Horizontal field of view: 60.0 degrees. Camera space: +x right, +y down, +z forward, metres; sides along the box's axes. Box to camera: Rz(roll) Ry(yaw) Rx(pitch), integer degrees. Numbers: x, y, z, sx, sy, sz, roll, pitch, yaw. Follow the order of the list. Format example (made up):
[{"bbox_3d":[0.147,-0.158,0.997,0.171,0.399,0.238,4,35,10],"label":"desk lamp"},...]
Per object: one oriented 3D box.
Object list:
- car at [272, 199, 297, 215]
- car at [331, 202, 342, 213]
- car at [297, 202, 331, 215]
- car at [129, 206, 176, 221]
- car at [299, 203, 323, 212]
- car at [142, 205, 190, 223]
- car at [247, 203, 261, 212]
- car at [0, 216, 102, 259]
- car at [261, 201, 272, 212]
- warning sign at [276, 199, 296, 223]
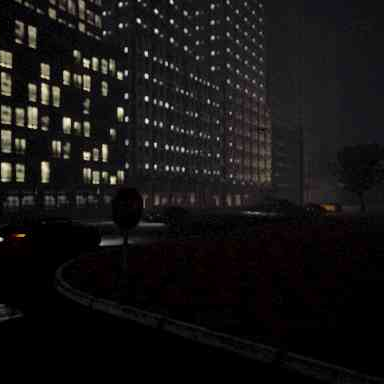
[{"bbox_3d":[13.011,2.052,44.544,2.097,1.767,4.553,-1,-1,37],"label":"car"},{"bbox_3d":[21.571,2.314,50.849,1.882,1.535,5.008,-1,-1,36],"label":"car"},{"bbox_3d":[15.762,2.223,42.801,2.033,1.411,5.357,-1,-1,37],"label":"car"},{"bbox_3d":[-3.762,2.045,32.821,1.895,1.301,4.718,-1,-1,36],"label":"car"},{"bbox_3d":[18.944,2.412,52.761,2.033,1.411,5.357,-1,-1,36],"label":"car"},{"bbox_3d":[-2.048,1.916,29.632,1.812,1.442,4.674,-1,-1,36],"label":"car"},{"bbox_3d":[10.560,2.383,52.300,2.033,1.411,5.357,-1,-1,36],"label":"car"},{"bbox_3d":[-5.540,1.635,13.073,1.994,1.385,4.181,-1,-2,28],"label":"car"},{"bbox_3d":[13.006,2.025,50.147,2.150,2.045,5.566,-1,-2,36],"label":"car"},{"bbox_3d":[7.584,1.479,26.808,1.300,1.860,1.060,1,0,36],"label":"warning sign"}]
